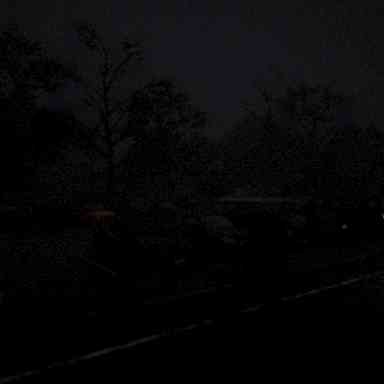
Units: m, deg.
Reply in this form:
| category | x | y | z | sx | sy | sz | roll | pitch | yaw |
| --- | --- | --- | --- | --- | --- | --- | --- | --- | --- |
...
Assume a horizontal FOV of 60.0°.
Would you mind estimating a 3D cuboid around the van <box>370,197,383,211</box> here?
| category | x | y | z | sx | sy | sz | roll | pitch | yaw |
| --- | --- | --- | --- | --- | --- | --- | --- | --- | --- |
| van | 29.086 | 1.778 | 49.197 | 1.878 | 1.987 | 4.442 | 1 | -1 | -35 |

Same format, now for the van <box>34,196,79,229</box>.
| category | x | y | z | sx | sy | sz | roll | pitch | yaw |
| --- | --- | --- | --- | --- | --- | --- | --- | --- | --- |
| van | -9.241 | 1.250 | 21.866 | 1.878 | 1.987 | 4.442 | 0 | 0 | -36 |

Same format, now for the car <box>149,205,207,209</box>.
| category | x | y | z | sx | sy | sz | roll | pitch | yaw |
| --- | --- | --- | --- | --- | --- | --- | --- | --- | --- |
| car | 0.352 | 1.589 | 17.952 | 4.718 | 1.301 | 1.895 | 0 | 0 | -36 |

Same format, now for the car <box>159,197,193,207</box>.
| category | x | y | z | sx | sy | sz | roll | pitch | yaw |
| --- | --- | --- | --- | --- | --- | --- | --- | --- | --- |
| car | -2.410 | 1.463 | 26.600 | 2.097 | 1.535 | 5.008 | 0 | 0 | -35 |

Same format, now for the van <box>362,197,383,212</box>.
| category | x | y | z | sx | sy | sz | roll | pitch | yaw |
| --- | --- | --- | --- | --- | --- | --- | --- | --- | --- |
| van | 26.966 | 1.738 | 47.398 | 1.878 | 1.987 | 4.442 | 1 | -1 | -35 |

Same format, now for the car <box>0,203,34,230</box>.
| category | x | y | z | sx | sy | sz | roll | pitch | yaw |
| --- | --- | --- | --- | --- | --- | --- | --- | --- | --- |
| car | -11.425 | 1.481 | 20.158 | 2.231 | 1.521 | 4.892 | 0 | 0 | -36 |

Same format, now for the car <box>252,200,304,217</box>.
| category | x | y | z | sx | sy | sz | roll | pitch | yaw |
| --- | --- | --- | --- | --- | --- | --- | --- | --- | --- |
| car | 8.856 | 1.639 | 34.621 | 2.097 | 1.535 | 5.008 | 1 | -1 | -35 |

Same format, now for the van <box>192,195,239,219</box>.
| category | x | y | z | sx | sy | sz | roll | pitch | yaw |
| --- | --- | --- | --- | --- | --- | --- | --- | --- | --- |
| van | 2.022 | 1.292 | 29.898 | 1.878 | 1.987 | 4.442 | 1 | -1 | -35 |

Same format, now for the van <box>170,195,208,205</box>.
| category | x | y | z | sx | sy | sz | roll | pitch | yaw |
| --- | --- | --- | --- | --- | --- | --- | --- | --- | --- |
| van | -0.206 | 1.249 | 28.023 | 1.878 | 1.987 | 4.442 | 0 | 0 | -35 |

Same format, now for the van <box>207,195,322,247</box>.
| category | x | y | z | sx | sy | sz | roll | pitch | yaw |
| --- | --- | --- | --- | --- | --- | --- | --- | --- | --- |
| van | 2.867 | 1.243 | 14.149 | 1.878 | 1.987 | 4.442 | 0 | 0 | -35 |

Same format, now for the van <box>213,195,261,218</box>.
| category | x | y | z | sx | sy | sz | roll | pitch | yaw |
| --- | --- | --- | --- | --- | --- | --- | --- | --- | --- |
| van | 4.176 | 1.330 | 31.434 | 1.878 | 1.987 | 4.442 | 1 | -1 | -35 |

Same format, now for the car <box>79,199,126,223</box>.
| category | x | y | z | sx | sy | sz | roll | pitch | yaw |
| --- | --- | --- | --- | --- | --- | --- | --- | --- | --- |
| car | -6.809 | 1.468 | 23.230 | 1.946 | 1.575 | 5.366 | 0 | 0 | -36 |

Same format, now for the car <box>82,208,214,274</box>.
| category | x | y | z | sx | sy | sz | roll | pitch | yaw |
| --- | --- | --- | --- | --- | --- | --- | --- | --- | --- |
| car | -1.705 | 1.507 | 10.995 | 2.163 | 1.488 | 4.792 | 0 | 0 | -36 |

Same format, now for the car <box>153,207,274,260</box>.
| category | x | y | z | sx | sy | sz | roll | pitch | yaw |
| --- | --- | --- | --- | --- | --- | --- | --- | --- | --- |
| car | 0.538 | 1.513 | 12.635 | 2.002 | 1.452 | 4.674 | 0 | 0 | -35 |

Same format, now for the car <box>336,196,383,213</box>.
| category | x | y | z | sx | sy | sz | roll | pitch | yaw |
| --- | --- | --- | --- | --- | --- | --- | --- | --- | --- |
| car | 22.405 | 1.631 | 44.255 | 2.435 | 2.045 | 5.566 | 1 | -1 | -35 |

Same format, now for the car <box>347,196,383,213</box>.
| category | x | y | z | sx | sy | sz | roll | pitch | yaw |
| --- | --- | --- | --- | --- | --- | --- | --- | --- | --- |
| car | 24.660 | 1.672 | 45.863 | 2.435 | 2.045 | 5.566 | 1 | -1 | -35 |

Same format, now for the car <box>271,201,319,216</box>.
| category | x | y | z | sx | sy | sz | roll | pitch | yaw |
| --- | --- | --- | --- | --- | --- | --- | --- | --- | --- |
| car | 11.110 | 1.720 | 36.232 | 2.002 | 1.452 | 4.674 | 1 | -1 | -35 |

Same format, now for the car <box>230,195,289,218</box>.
| category | x | y | z | sx | sy | sz | roll | pitch | yaw |
| --- | --- | --- | --- | --- | --- | --- | --- | --- | --- |
| car | 6.516 | 1.345 | 32.924 | 2.435 | 2.045 | 5.566 | 1 | -1 | -35 |

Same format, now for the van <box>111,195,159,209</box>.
| category | x | y | z | sx | sy | sz | roll | pitch | yaw |
| --- | --- | --- | --- | --- | --- | --- | --- | --- | --- |
| van | -4.595 | 1.242 | 24.892 | 1.878 | 1.987 | 4.442 | 0 | 0 | -35 |

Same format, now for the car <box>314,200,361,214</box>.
| category | x | y | z | sx | sy | sz | roll | pitch | yaw |
| --- | --- | --- | --- | --- | --- | --- | --- | --- | --- |
| car | 17.877 | 1.801 | 41.054 | 2.097 | 1.535 | 5.008 | 1 | -1 | -35 |

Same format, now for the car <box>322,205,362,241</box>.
| category | x | y | z | sx | sy | sz | roll | pitch | yaw |
| --- | --- | --- | --- | --- | --- | --- | --- | --- | --- |
| car | 5.048 | 1.495 | 15.883 | 2.163 | 1.488 | 4.792 | 0 | 0 | -35 |

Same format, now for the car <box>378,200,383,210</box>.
| category | x | y | z | sx | sy | sz | roll | pitch | yaw |
| --- | --- | --- | --- | --- | --- | --- | --- | --- | --- |
| car | 31.402 | 2.044 | 50.712 | 2.097 | 1.535 | 5.008 | 1 | -1 | -35 |

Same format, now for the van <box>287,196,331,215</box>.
| category | x | y | z | sx | sy | sz | roll | pitch | yaw |
| --- | --- | --- | --- | --- | --- | --- | --- | --- | --- |
| van | 13.197 | 1.492 | 37.866 | 1.878 | 1.987 | 4.442 | 1 | -1 | -35 |

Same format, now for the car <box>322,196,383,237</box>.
| category | x | y | z | sx | sy | sz | roll | pitch | yaw |
| --- | --- | --- | --- | --- | --- | --- | --- | --- | --- |
| car | 7.290 | 1.225 | 17.481 | 2.435 | 2.045 | 5.566 | 1 | -1 | -35 |
